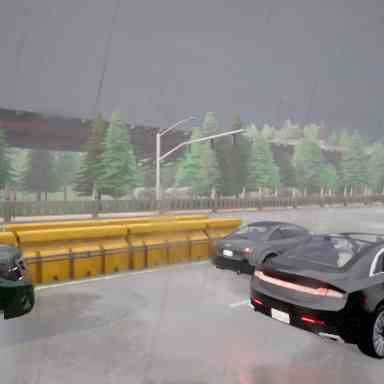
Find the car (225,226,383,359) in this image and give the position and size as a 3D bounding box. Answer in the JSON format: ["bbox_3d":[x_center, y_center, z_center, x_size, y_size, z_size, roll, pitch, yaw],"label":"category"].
[{"bbox_3d":[3.181,1.491,5.999,4.902,1.511,2.128,0,0,-36],"label":"car"}]

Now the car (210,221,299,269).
[{"bbox_3d":[2.572,1.563,9.860,4.181,1.385,1.994,0,0,-36],"label":"car"}]

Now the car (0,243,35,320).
[{"bbox_3d":[-5.164,1.220,4.370,5.566,2.045,2.150,0,0,-35],"label":"car"}]
